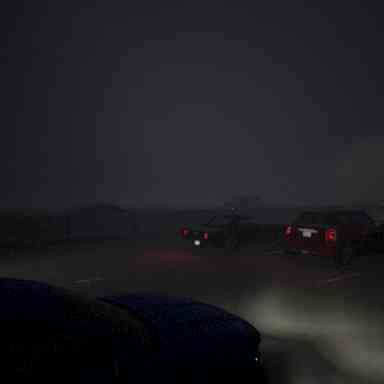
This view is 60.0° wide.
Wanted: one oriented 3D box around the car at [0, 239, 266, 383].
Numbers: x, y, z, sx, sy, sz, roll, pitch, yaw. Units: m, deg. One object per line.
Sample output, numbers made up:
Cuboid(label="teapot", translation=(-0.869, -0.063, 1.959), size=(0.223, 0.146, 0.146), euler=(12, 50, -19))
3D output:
Cuboid(label="car", translation=(-1.563, 1.473, 2.570), size=(5.008, 1.535, 1.882), euler=(0, 0, -36))

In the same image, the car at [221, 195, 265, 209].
Cuboid(label="car", translation=(5.860, 1.336, 37.887), size=(5.566, 2.045, 2.150), euler=(0, 0, -35))

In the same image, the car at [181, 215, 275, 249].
Cuboid(label="car", translation=(2.012, 1.609, 13.691), size=(4.718, 1.301, 1.895), euler=(0, 0, -35))

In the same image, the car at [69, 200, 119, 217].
Cuboid(label="car", translation=(-9.299, 1.542, 31.649), size=(4.181, 1.385, 1.994), euler=(0, 0, -35))

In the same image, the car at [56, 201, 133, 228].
Cuboid(label="car", translation=(-6.126, 1.463, 21.056), size=(5.008, 1.535, 1.882), euler=(0, 0, -35))

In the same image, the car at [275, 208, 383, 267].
Cuboid(label="car", translation=(5.388, 1.370, 11.777), size=(4.553, 1.767, 2.097), euler=(0, 0, -35))
